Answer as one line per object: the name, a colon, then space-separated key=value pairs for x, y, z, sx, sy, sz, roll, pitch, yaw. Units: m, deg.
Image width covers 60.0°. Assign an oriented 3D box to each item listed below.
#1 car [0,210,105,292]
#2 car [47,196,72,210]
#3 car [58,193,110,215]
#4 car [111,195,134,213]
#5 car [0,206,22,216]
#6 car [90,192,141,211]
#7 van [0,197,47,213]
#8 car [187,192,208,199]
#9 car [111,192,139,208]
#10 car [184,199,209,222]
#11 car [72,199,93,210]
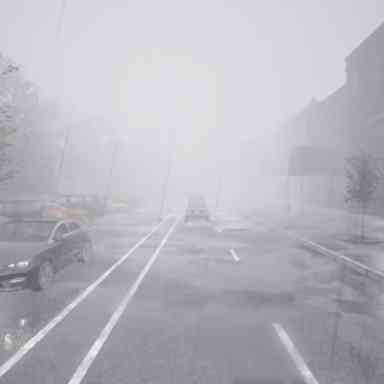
car: x=-4.179 y=1.483 z=9.000 sx=2.128 sy=1.511 sz=4.902 roll=0 pitch=0 yaw=1
car: x=-9.296 y=1.328 z=18.492 sx=4.553 sy=1.767 sz=2.185 roll=-1 pitch=0 yaw=-19
car: x=-9.224 y=1.178 z=24.410 sx=5.566 sy=2.045 sz=2.435 roll=-1 pitch=1 yaw=-19
car: x=-8.915 y=1.377 z=33.377 sx=5.366 sy=1.575 sz=1.946 roll=-1 pitch=0 yaw=-19
car: x=-9.367 y=1.500 z=12.565 sx=4.792 sy=1.488 sz=2.163 roll=-1 pitch=0 yaw=-19
car: x=-9.031 y=1.097 z=39.203 sx=5.566 sy=2.045 sz=2.435 roll=-1 pitch=1 yaw=-19
van: x=-9.412 y=1.238 z=15.495 sx=4.442 sy=1.987 sz=1.878 roll=-1 pitch=0 yaw=-19
car: x=0.587 y=1.063 z=42.978 sx=2.150 sy=2.045 sz=5.566 roll=0 pitch=0 yaw=1
car: x=-9.021 y=1.114 z=36.275 sx=5.566 sy=2.045 sz=2.435 roll=-1 pitch=0 yaw=-19
car: x=0.374 y=1.486 z=25.670 sx=2.033 sy=1.411 sz=5.357 roll=0 pitch=0 yaw=1
car: x=-9.237 y=1.442 z=21.467 sx=5.008 sy=1.535 sz=2.097 roll=-1 pitch=0 yaw=-19
